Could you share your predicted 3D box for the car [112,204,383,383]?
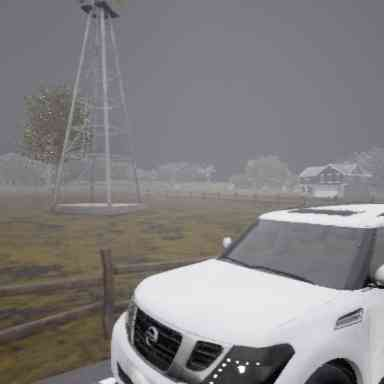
[{"bbox_3d":[1.824,1.221,4.370,5.566,2.045,2.150,0,0,-35],"label":"car"}]
